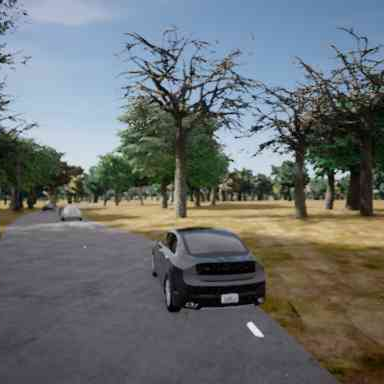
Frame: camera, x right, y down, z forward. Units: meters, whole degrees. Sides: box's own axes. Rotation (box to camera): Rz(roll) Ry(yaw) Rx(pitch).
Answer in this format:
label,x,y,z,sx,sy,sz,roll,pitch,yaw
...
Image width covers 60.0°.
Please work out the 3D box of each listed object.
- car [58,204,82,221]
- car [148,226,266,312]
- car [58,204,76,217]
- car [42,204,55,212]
label,x,y,z,sx,sy,sz,roll,pitch,yaw
car,-12.464,2.164,34.230,1.812,1.442,4.674,0,-1,-25
car,0.119,1.583,7.991,1.837,1.490,4.892,0,-1,-12
car,-16.476,2.343,43.675,2.128,1.511,4.902,0,-1,-22
car,-25.121,2.731,58.386,2.033,1.411,5.357,0,-1,-18
